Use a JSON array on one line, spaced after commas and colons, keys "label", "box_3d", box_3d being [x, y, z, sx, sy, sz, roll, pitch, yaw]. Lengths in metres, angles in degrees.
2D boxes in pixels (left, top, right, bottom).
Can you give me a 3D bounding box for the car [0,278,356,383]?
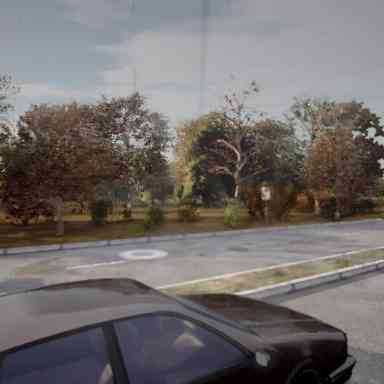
[{"label": "car", "box_3d": [-0.800, 1.555, 2.869, 5.357, 1.411, 2.033, 1, 0, -35]}]
